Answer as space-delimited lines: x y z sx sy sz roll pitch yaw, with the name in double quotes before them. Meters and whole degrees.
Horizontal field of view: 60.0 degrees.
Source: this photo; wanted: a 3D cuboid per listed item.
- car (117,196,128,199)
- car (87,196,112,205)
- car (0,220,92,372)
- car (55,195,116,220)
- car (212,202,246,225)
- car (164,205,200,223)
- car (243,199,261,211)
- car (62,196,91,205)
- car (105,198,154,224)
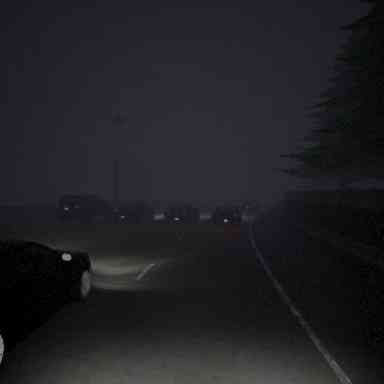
"car" -12.636 1.493 58.368 1.882 1.535 5.008 0 0 23
"car" -16.244 1.534 58.835 1.812 1.442 4.674 0 0 22
"car" -3.173 1.474 5.251 1.882 1.535 5.008 0 0 2
"car" -7.917 1.222 24.876 2.150 2.045 5.566 0 0 10
"car" 2.687 1.626 24.383 1.895 1.301 4.718 0 0 11
"car" -0.635 1.619 25.656 1.895 1.301 4.718 0 0 11
"car" 7.275 1.574 41.349 1.812 1.442 4.674 0 0 19
"car" -20.186 1.476 58.360 1.882 1.535 5.008 0 0 22
"car" -4.281 1.501 25.089 2.128 1.511 4.902 0 0 11
